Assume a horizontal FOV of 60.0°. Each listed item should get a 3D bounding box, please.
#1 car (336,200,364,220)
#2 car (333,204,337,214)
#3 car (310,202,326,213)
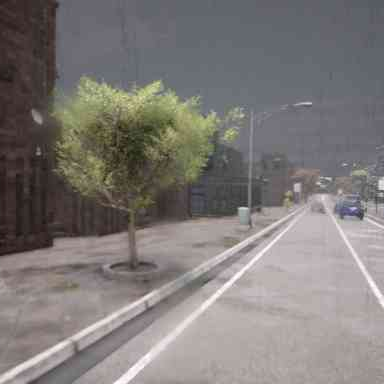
[{"bbox_3d":[17.586,1.944,36.798,2.150,2.045,5.566,2,1,22],"label":"car"},{"bbox_3d":[21.452,2.378,47.864,1.812,1.442,4.674,2,0,21],"label":"car"},{"bbox_3d":[17.993,2.221,47.588,1.837,1.490,4.892,2,0,21],"label":"car"}]
